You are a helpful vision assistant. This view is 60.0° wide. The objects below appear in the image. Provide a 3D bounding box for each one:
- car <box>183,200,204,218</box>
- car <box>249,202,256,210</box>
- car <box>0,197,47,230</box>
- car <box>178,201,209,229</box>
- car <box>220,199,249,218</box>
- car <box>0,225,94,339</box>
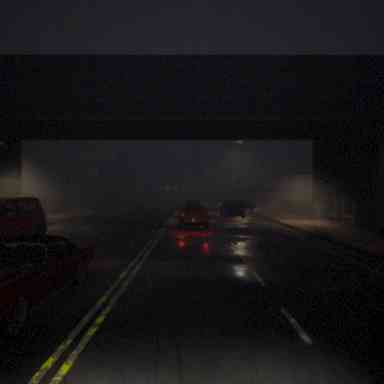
[{"bbox_3d":[0.082,1.563,31.395,1.812,1.442,4.674,0,0,-1],"label":"car"},{"bbox_3d":[5.908,1.595,40.416,2.033,1.411,5.357,0,0,35],"label":"car"},{"bbox_3d":[-7.106,1.231,11.805,2.150,2.045,5.566,0,1,-2],"label":"car"},{"bbox_3d":[0.099,1.504,22.065,1.882,1.535,5.008,0,0,0],"label":"car"},{"bbox_3d":[3.601,1.513,30.288,1.882,1.535,5.008,0,0,0],"label":"car"},{"bbox_3d":[-3.578,1.610,6.704,1.895,1.301,4.718,0,0,0],"label":"car"}]
